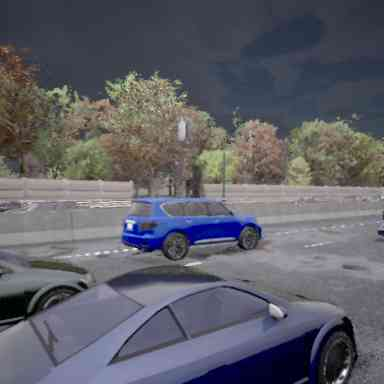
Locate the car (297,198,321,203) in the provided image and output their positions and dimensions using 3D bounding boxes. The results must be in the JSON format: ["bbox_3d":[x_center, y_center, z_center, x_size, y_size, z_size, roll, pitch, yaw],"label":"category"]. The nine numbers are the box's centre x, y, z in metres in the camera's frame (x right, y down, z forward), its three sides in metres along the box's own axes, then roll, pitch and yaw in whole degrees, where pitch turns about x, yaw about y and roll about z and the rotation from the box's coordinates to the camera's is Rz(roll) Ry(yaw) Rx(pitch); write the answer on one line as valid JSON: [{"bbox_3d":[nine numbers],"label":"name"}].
[{"bbox_3d":[17.991,1.559,51.231,4.181,1.385,1.994,0,0,-35],"label":"car"}]

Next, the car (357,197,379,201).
[{"bbox_3d":[27.091,1.492,49.112,4.902,1.511,2.128,0,0,-35],"label":"car"}]

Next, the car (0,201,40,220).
[{"bbox_3d":[-15.368,1.509,27.427,4.892,1.490,1.837,0,0,-36],"label":"car"}]

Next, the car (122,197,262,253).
[{"bbox_3d":[0.151,1.218,12.463,5.566,2.045,2.150,0,0,-36],"label":"car"}]

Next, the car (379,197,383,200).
[{"bbox_3d":[28.080,1.600,45.537,4.718,1.301,1.895,0,0,-35],"label":"car"}]

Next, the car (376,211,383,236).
[{"bbox_3d":[10.870,1.536,15.822,5.357,1.411,2.033,0,0,-36],"label":"car"}]

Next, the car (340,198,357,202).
[{"bbox_3d":[24.806,1.565,51.780,4.181,1.385,1.994,0,0,-35],"label":"car"}]

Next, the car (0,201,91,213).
[{"bbox_3d":[-8.614,1.353,19.348,4.553,1.767,2.097,0,0,-36],"label":"car"}]

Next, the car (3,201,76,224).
[{"bbox_3d":[-11.704,1.507,25.744,4.892,1.490,1.837,0,0,-36],"label":"car"}]

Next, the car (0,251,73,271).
[{"bbox_3d":[-3.697,1.565,5.409,4.181,1.385,1.994,0,0,-36],"label":"car"}]

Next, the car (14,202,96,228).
[{"bbox_3d":[-9.429,1.492,23.069,4.902,1.511,2.128,0,0,-36],"label":"car"}]

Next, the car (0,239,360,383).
[{"bbox_3d":[0.030,1.563,3.770,4.181,1.385,1.994,0,0,-36],"label":"car"}]
